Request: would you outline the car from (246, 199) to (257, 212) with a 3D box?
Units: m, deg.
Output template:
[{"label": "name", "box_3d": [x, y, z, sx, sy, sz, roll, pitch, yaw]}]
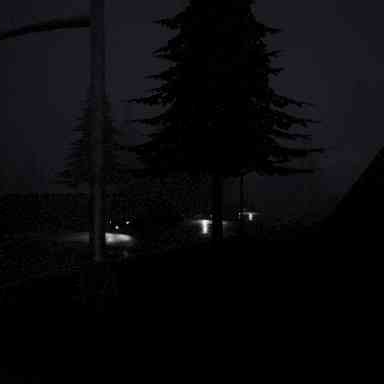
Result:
[{"label": "car", "box_3d": [6.507, 1.547, 38.959, 2.033, 1.411, 5.357, 0, 0, 16]}]

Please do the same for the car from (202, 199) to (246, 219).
[{"label": "car", "box_3d": [2.735, 1.547, 29.223, 2.033, 1.411, 5.357, 0, 0, 26]}]

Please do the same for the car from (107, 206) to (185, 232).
[{"label": "car", "box_3d": [-2.587, 1.547, 20.357, 2.033, 1.411, 5.357, 0, 0, 35]}]
